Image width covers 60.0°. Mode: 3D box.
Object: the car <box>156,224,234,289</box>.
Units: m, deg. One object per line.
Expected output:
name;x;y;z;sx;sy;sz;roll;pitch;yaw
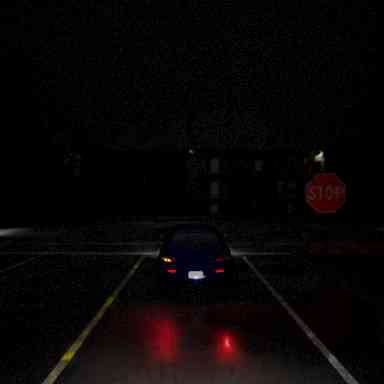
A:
car;0.049;1.616;9.354;1.812;1.442;4.674;0;-1;-1
